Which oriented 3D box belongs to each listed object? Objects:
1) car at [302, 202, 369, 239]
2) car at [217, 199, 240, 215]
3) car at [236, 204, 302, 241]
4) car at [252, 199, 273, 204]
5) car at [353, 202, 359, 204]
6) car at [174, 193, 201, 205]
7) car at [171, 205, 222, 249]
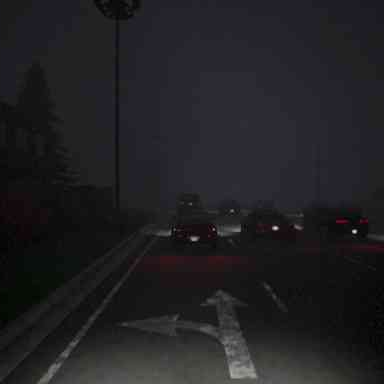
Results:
[{"bbox_3d":[7.094,1.464,16.932,1.837,1.490,4.892,0,0,0],"label":"car"},{"bbox_3d":[3.593,1.428,32.198,1.837,1.490,4.892,0,0,0],"label":"car"},{"bbox_3d":[3.593,1.525,16.321,1.994,1.385,4.181,0,0,0],"label":"car"},{"bbox_3d":[7.086,1.447,33.096,1.812,1.442,4.674,0,0,0],"label":"car"},{"bbox_3d":[14.092,1.528,30.497,1.895,1.301,4.718,0,0,0],"label":"car"},{"bbox_3d":[-0.412,1.148,31.272,2.150,2.045,5.566,0,0,-6],"label":"car"},{"bbox_3d":[0.089,1.491,14.270,1.812,1.442,4.674,0,0,0],"label":"car"}]
